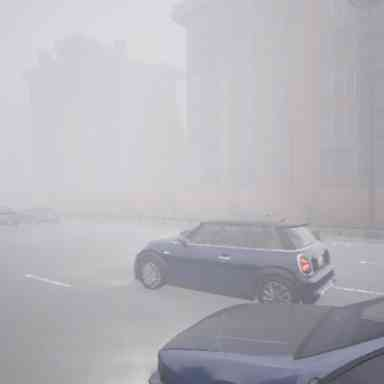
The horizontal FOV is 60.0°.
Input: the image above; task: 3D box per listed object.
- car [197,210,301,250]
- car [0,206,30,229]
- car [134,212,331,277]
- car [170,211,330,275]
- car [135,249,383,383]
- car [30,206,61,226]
[{"bbox_3d":[2.517,1.617,15.080,4.181,1.385,1.994,-1,0,35],"label":"car"},{"bbox_3d":[-13.255,1.684,21.991,4.902,1.511,2.128,-1,0,35],"label":"car"},{"bbox_3d":[0.783,1.381,7.725,4.553,1.767,2.097,-1,0,35],"label":"car"},{"bbox_3d":[1.806,1.517,11.292,5.008,1.535,1.882,-1,0,35],"label":"car"},{"bbox_3d":[2.192,1.543,2.431,5.357,1.411,2.033,-1,0,35],"label":"car"},{"bbox_3d":[-11.883,1.763,25.309,4.181,1.385,1.994,-1,0,35],"label":"car"}]
